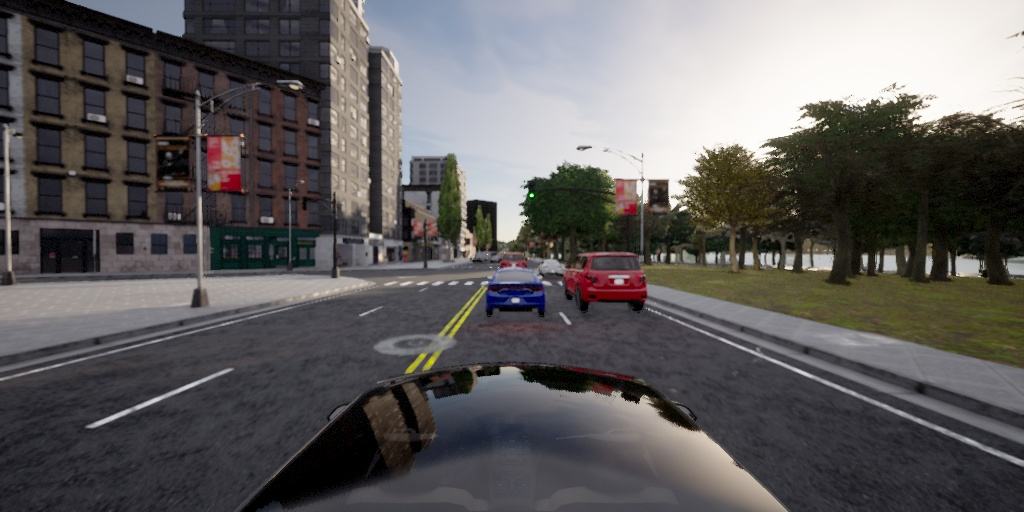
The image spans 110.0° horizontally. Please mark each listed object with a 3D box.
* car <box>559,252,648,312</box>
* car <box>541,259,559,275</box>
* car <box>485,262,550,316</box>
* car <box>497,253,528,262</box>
[{"bbox_3d":[3.358,0.871,13.865,2.150,2.045,5.566,0,0,0],"label":"car"},{"bbox_3d":[3.379,1.023,31.942,1.812,1.442,4.674,0,1,0],"label":"car"},{"bbox_3d":[0.111,1.134,12.993,1.882,1.535,5.008,0,0,0],"label":"car"},{"bbox_3d":[0.128,0.737,30.067,2.150,2.045,5.566,0,1,0],"label":"car"}]
